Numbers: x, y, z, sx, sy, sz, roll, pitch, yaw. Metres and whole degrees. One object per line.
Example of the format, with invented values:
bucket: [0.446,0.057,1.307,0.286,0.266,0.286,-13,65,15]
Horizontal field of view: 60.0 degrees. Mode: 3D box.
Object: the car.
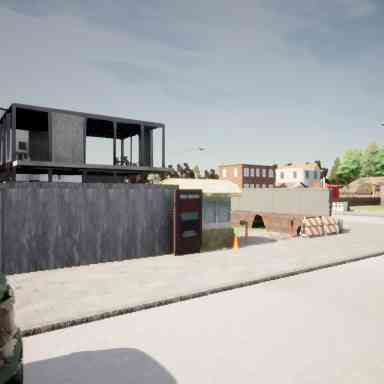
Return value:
car: [-3.991,1.221,1.744,5.566,2.045,2.150,0,0,-36]
